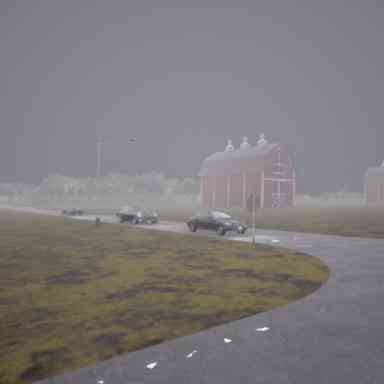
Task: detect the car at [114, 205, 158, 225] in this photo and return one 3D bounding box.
[{"bbox_3d":[-4.943,2.009,30.329,2.097,1.767,4.553,1,-2,-35],"label":"car"}]

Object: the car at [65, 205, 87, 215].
[{"bbox_3d":[-19.529,2.960,55.639,2.033,1.411,5.357,1,-2,-36],"label":"car"}]

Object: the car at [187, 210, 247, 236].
[{"bbox_3d":[1.466,1.912,21.413,1.812,1.442,4.674,1,-2,-36],"label":"car"}]

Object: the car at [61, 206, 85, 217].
[{"bbox_3d":[-17.056,2.764,47.280,1.895,1.301,4.718,1,-2,-35],"label":"car"}]
